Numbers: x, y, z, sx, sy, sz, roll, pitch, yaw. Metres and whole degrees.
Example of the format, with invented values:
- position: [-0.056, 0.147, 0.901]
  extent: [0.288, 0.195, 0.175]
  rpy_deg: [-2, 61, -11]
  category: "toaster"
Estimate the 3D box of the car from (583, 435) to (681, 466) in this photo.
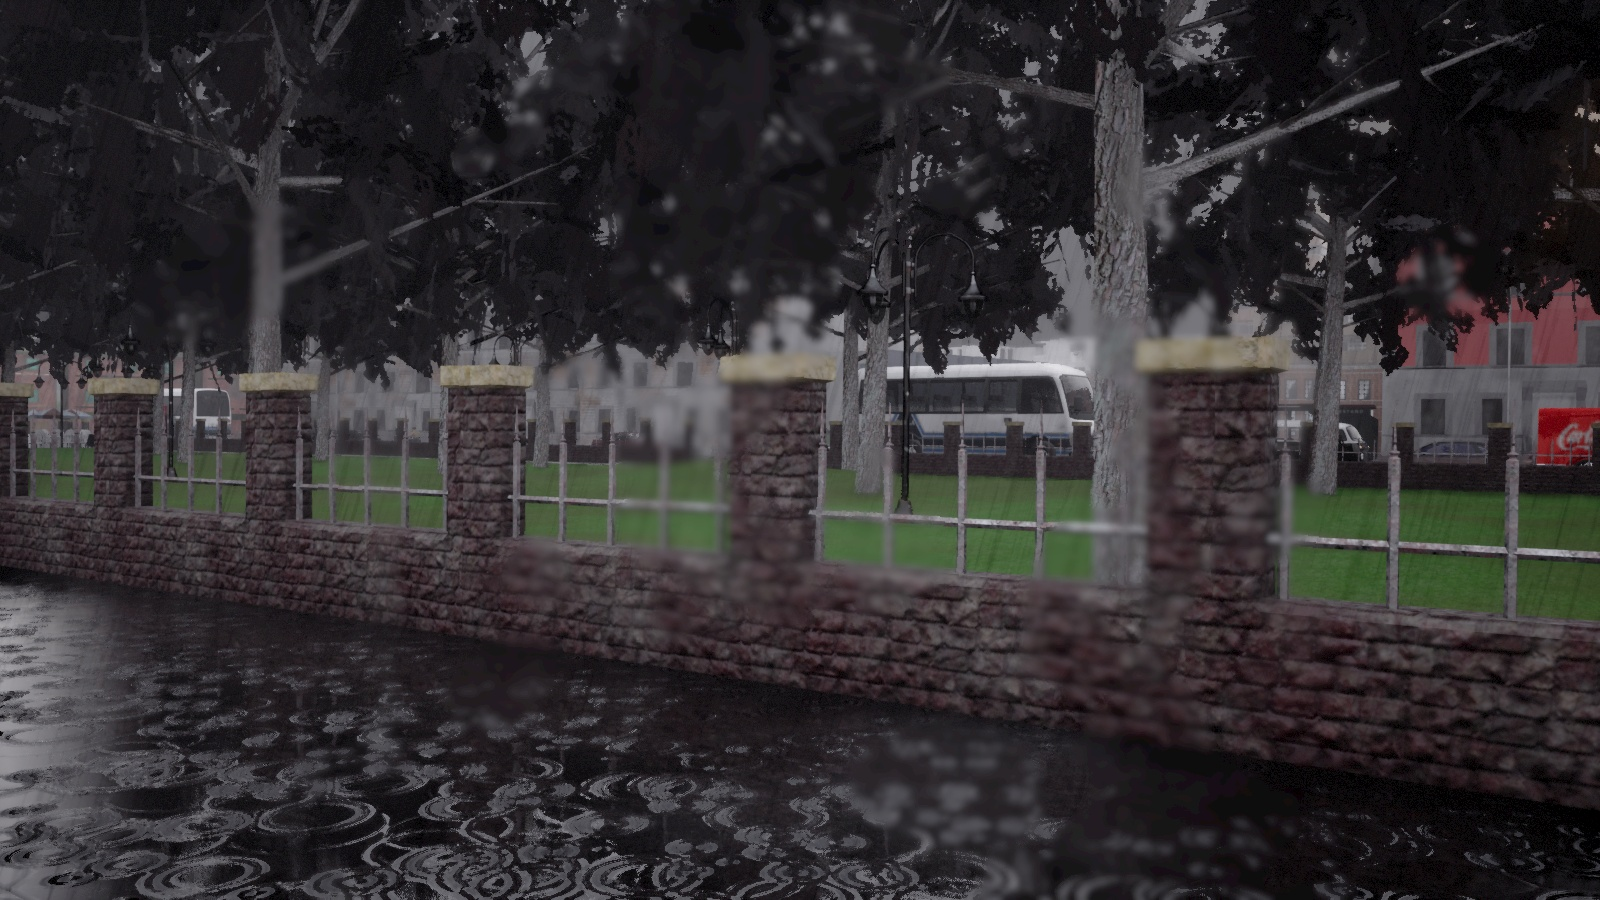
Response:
- position: [-8.153, 0.002, 60.745]
  extent: [4.674, 1.442, 1.812]
  rpy_deg: [0, 1, 35]
  category: "car"

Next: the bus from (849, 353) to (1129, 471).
- position: [7.328, -1.390, 49.699]
  extent: [10.273, 4.253, 3.944]
  rpy_deg: [0, 1, 35]
  category: "bus"

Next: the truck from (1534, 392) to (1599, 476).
- position: [24.907, -0.489, 37.226]
  extent: [5.204, 2.467, 2.627]
  rpy_deg: [0, 1, 36]
  category: "truck"

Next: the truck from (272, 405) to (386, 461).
- position: [-30.652, -1.087, 81.598]
  extent: [7.936, 3.462, 2.891]
  rpy_deg: [0, 1, 35]
  category: "truck"

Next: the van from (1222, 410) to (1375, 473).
- position: [16.983, -0.284, 42.855]
  extent: [4.480, 2.038, 2.069]
  rpy_deg: [0, 1, 35]
  category: "van"

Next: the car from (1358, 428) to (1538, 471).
- position: [22.552, -0.023, 43.806]
  extent: [5.357, 1.411, 2.033]
  rpy_deg: [0, 1, 35]
  category: "car"
